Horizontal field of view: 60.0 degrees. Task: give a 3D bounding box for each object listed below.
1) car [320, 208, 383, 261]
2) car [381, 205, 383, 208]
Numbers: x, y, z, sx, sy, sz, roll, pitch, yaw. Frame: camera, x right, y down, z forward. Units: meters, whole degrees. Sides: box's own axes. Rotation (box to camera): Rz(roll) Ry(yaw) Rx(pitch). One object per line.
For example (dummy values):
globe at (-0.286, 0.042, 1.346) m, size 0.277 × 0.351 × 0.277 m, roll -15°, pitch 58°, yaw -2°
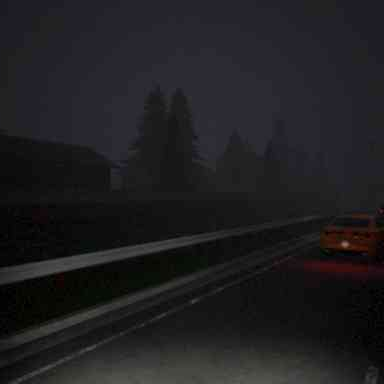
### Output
car at (6.557, 1.622, 13.191) m, size 1.882 × 1.535 × 5.008 m, roll 0°, pitch -1°, yaw 35°
car at (17.676, 1.669, 29.057) m, size 2.097 × 1.767 × 4.553 m, roll 0°, pitch -1°, yaw 35°
